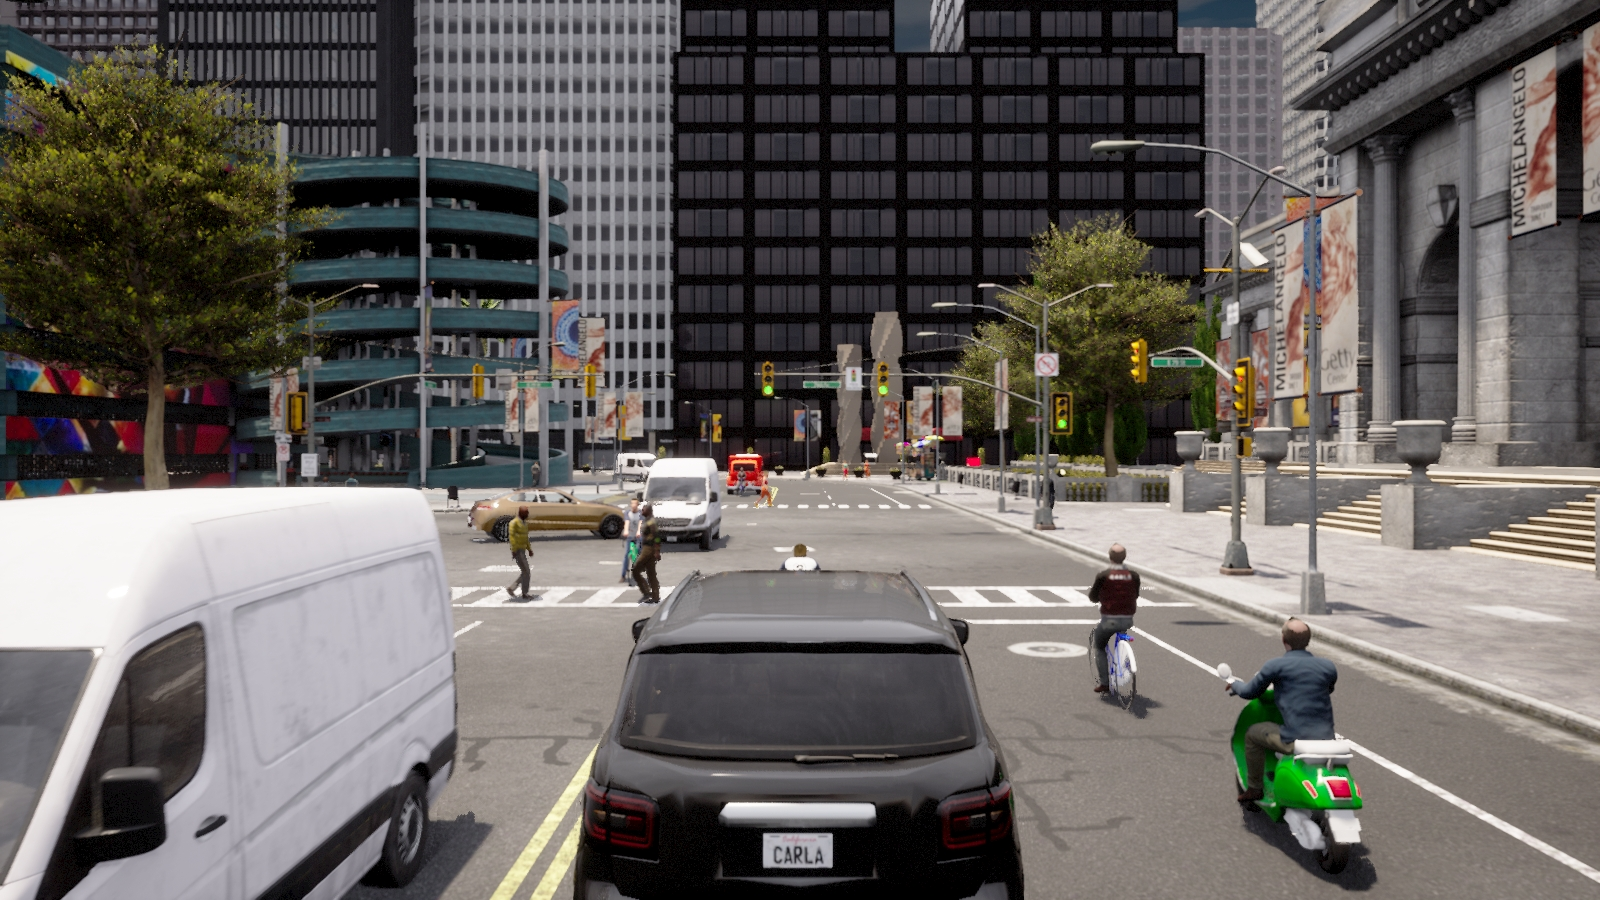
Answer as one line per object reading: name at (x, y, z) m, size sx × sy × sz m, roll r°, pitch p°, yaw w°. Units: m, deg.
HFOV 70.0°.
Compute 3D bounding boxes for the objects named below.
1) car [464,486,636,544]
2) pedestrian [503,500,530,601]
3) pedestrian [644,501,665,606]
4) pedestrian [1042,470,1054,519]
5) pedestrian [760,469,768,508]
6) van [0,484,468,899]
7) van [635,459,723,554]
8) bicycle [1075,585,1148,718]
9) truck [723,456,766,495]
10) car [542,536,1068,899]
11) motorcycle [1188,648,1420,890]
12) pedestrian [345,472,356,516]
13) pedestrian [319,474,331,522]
car at (-7.947, 2.016, 36.336) m, size 5.027 × 1.651 × 2.152 m, roll 0°, pitch 0°, yaw -23°
pedestrian at (-5.277, 1.863, 21.284) m, size 0.375 × 1.860 × 0.375 m, roll 0°, pitch 0°, yaw 9°
pedestrian at (-2.633, 1.864, 20.682) m, size 0.375 × 1.860 × 0.375 m, roll 0°, pitch 0°, yaw -6°
pedestrian at (9.622, 1.725, 44.334) m, size 0.375 × 1.860 × 0.375 m, roll 0°, pitch 0°, yaw -2°
pedestrian at (-1.764, 1.885, 56.121) m, size 0.375 × 1.860 × 0.375 m, roll 0°, pitch 0°, yaw 7°
van at (-3.508, 1.539, 5.703) m, size 1.988 × 2.561 × 5.915 m, roll 0°, pitch 0°, yaw 0°
van at (-3.501, 1.557, 34.020) m, size 1.988 × 2.561 × 5.915 m, roll 0°, pitch 0°, yaw 0°
bicycle at (3.487, 2.219, 12.894) m, size 0.329 × 1.171 × 1.835 m, roll 0°, pitch 0°, yaw 0°
truck at (-3.546, 1.616, 74.314) m, size 2.627 × 2.467 × 5.204 m, roll 0°, pitch 0°, yaw -1°
car at (0.028, 1.785, 7.454) m, size 2.150 × 2.045 × 5.566 m, roll 0°, pitch 0°, yaw 0°
motorcycle at (3.513, 2.188, 8.171) m, size 0.856 × 1.236 × 1.805 m, roll 0°, pitch 0°, yaw 0°
pedestrian at (-19.175, 1.880, 48.765) m, size 0.375 × 1.860 × 0.375 m, roll 0°, pitch 0°, yaw -14°
pedestrian at (-18.674, 1.878, 44.891) m, size 0.375 × 1.860 × 0.375 m, roll 0°, pitch 0°, yaw -14°
